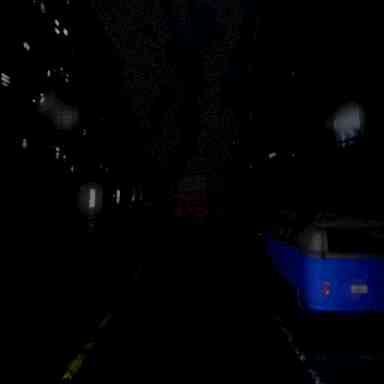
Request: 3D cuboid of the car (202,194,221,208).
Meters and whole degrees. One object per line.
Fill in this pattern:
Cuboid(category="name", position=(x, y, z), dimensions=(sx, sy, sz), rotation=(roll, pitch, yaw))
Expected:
Cuboid(category="car", position=(2.686, 1.188, 41.016), dimensions=(2.192, 1.841, 5.009), rotation=(0, 0, 0))

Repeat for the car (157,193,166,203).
Cuboid(category="car", position=(-5.698, 1.257, 57.928), dimensions=(1.967, 1.590, 4.097), rotation=(0, 0, 0))

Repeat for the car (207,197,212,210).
Cuboid(category="car", position=(2.687, 1.461, 29.743), dimensions=(2.008, 1.369, 4.403), rotation=(0, 0, 0))

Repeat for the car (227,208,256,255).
Cuboid(category="car", position=(2.689, 1.528, 12.835), dimensions=(1.947, 1.339, 4.313), rotation=(0, 0, 0))

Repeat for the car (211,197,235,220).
Cuboid(category="car", position=(2.688, 1.368, 24.108), dimensions=(1.967, 1.590, 4.097), rotation=(0, 0, 0))

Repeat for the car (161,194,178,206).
Cuboid(category="car", position=(-3.092, 1.390, 50.184), dimensions=(2.033, 1.411, 5.357), rotation=(0, 0, 0))

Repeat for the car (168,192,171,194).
Cuboid(category="car", position=(-5.698, 1.113, 63.564), dimensions=(2.192, 1.841, 5.009), rotation=(0, 0, 0))

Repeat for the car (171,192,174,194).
Cuboid(category="car", position=(-5.702, 1.014, 91.746), dimensions=(2.192, 1.841, 5.009), rotation=(0, 0, 0))

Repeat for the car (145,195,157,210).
Cuboid(category="car", position=(-5.696, 1.400, 40.849), dimensions=(1.752, 1.417, 4.829), rotation=(0, 0, 0))

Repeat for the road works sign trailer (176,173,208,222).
Cuboid(category="road works sign trailer", position=(-0.004, 0.389, 25.237), dimensions=(2.380, 3.560, 2.880), rotation=(0, 0, 0))

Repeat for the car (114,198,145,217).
Cuboid(category="car", position=(-5.694, 1.476, 29.745), dimensions=(1.947, 1.339, 4.313), rotation=(0, 0, 0))

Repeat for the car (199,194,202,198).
Cuboid(category="car", position=(2.678, 1.224, 91.914), dimensions=(1.752, 1.417, 4.829), rotation=(0, 0, 0))

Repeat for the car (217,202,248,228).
Cuboid(category="car", position=(2.689, 1.490, 18.471), dimensions=(1.887, 1.381, 4.507), rotation=(0, 0, 0))

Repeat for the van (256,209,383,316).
Cuboid(category="van", position=(2.691, 1.320, 7.198), dimensions=(1.690, 1.788, 3.998), rotation=(0, 0, 0))
